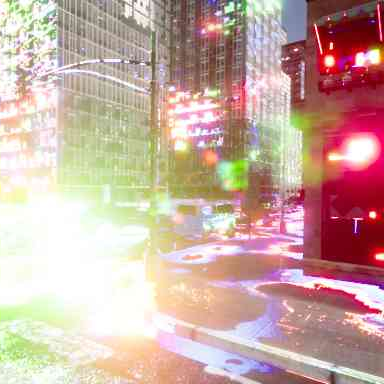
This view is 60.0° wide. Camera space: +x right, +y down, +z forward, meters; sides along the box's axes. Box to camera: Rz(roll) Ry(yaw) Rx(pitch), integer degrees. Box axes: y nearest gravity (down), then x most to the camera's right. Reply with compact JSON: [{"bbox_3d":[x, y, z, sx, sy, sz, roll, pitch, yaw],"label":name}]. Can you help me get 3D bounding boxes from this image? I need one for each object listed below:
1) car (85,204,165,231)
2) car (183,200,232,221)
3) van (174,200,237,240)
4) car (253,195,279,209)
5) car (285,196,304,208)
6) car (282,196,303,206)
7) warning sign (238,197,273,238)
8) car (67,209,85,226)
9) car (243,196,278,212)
[{"bbox_3d":[-3.844,1.541,20.505,1.895,1.301,4.718,1,1,35],"label":"car"},{"bbox_3d":[1.411,1.448,27.942,1.812,1.442,4.674,1,1,35],"label":"car"},{"bbox_3d":[0.787,1.368,17.017,1.690,1.788,3.998,1,1,35],"label":"van"},{"bbox_3d":[9.898,1.294,44.448,1.967,1.590,4.097,1,1,35],"label":"car"},{"bbox_3d":[15.535,1.433,47.784,2.033,1.411,5.357,1,1,35],"label":"car"},{"bbox_3d":[16.184,1.364,53.349,1.752,1.417,4.829,1,1,35],"label":"car"},{"bbox_3d":[3.071,1.177,16.130,1.300,1.860,1.060,1,1,35],"label":"warning sign"},{"bbox_3d":[-6.061,1.467,21.854,1.947,1.339,4.313,1,1,35],"label":"car"},{"bbox_3d":[7.244,1.383,36.184,1.882,1.535,5.008,1,1,35],"label":"car"}]
